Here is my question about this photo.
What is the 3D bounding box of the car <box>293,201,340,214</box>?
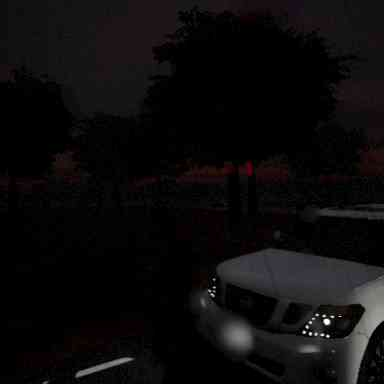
[{"bbox_3d":[15.573,1.879,41.877,2.033,1.411,5.357,-3,1,-32],"label":"car"}]

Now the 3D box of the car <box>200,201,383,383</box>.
[{"bbox_3d":[2.762,1.229,5.227,5.566,2.045,2.150,0,0,-36],"label":"car"}]

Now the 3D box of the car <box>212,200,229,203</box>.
[{"bbox_3d":[5.233,2.130,59.566,1.812,1.442,4.674,-3,0,-29],"label":"car"}]
